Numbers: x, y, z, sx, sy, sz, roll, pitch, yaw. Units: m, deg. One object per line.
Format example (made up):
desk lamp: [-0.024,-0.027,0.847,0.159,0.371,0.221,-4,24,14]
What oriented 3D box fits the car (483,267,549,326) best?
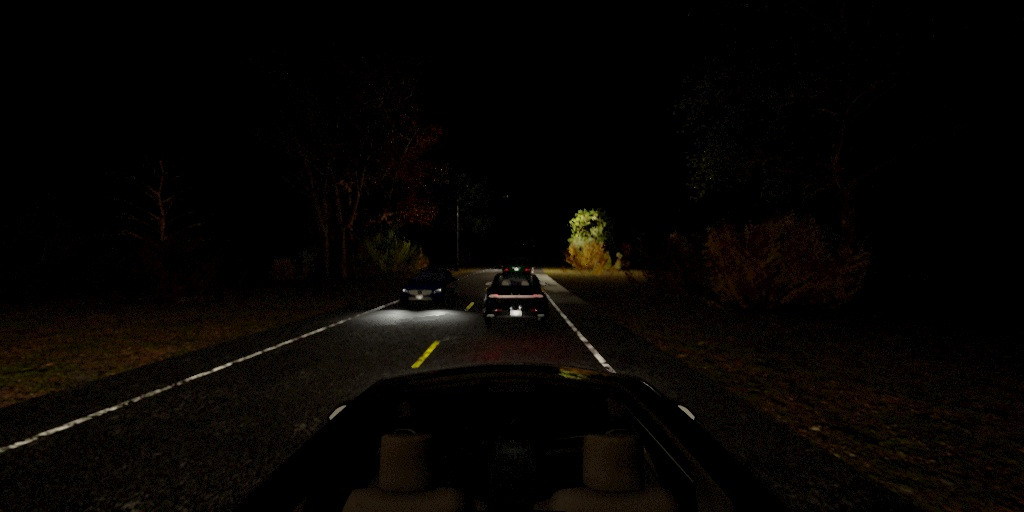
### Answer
car: [0.122,1.284,11.828,2.128,1.511,4.902,0,0,0]

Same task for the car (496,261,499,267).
car: [-1.678,1.496,61.354,1.837,1.490,4.892,0,0,4]

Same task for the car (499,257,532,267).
car: [0.388,1.076,28.099,2.150,2.045,5.566,0,0,1]

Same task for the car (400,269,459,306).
car: [-3.540,1.332,16.150,1.812,1.442,4.674,0,0,1]
